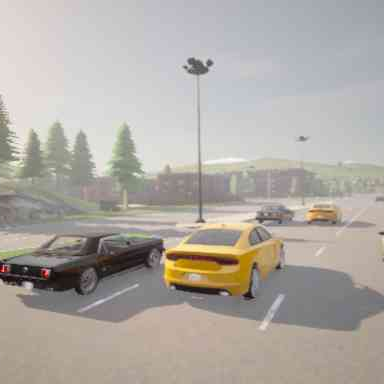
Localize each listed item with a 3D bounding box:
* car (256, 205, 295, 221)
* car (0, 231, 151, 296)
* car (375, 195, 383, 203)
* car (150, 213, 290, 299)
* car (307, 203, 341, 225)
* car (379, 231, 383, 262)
[{"bbox_3d":[6.579,1.688,26.157,2.033,1.411,5.357,-1,-1,30],"label":"car"},{"bbox_3d":[-2.603,1.729,9.192,1.895,1.301,4.718,-1,-1,25],"label":"car"},{"bbox_3d":[39.585,1.404,69.914,2.033,1.411,5.357,-1,-1,30],"label":"car"},{"bbox_3d":[1.128,1.543,8.836,1.882,1.535,5.008,-1,-1,26],"label":"car"},{"bbox_3d":[10.098,1.554,25.260,1.882,1.535,5.008,-1,-1,30],"label":"car"},{"bbox_3d":[6.147,1.443,8.930,1.801,1.575,5.366,-1,-1,29],"label":"car"}]
